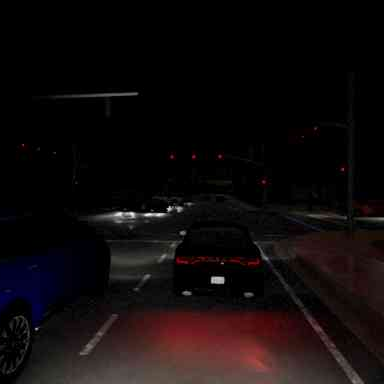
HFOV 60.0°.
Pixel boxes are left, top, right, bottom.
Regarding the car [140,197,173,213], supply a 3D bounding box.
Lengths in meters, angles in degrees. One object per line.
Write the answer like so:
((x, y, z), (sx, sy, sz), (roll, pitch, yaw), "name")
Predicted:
((-3.867, 1.547, 36.921), (2.033, 1.411, 5.357), (0, 0, 5), "car")

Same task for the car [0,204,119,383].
((-3.069, 1.221, 5.509), (2.150, 2.045, 5.566), (0, 0, 3), "car")

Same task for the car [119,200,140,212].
((-7.197, 1.601, 38.956), (1.895, 1.301, 4.718), (0, 0, 5), "car")

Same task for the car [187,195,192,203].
((-1.147, 1.357, 68.421), (2.097, 1.767, 4.553), (0, 0, 5), "car")

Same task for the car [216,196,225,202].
((6.476, 1.553, 75.612), (1.994, 1.385, 4.181), (0, 0, 5), "car")

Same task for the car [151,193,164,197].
((-5.657, 1.221, 57.335), (2.150, 2.045, 5.566), (0, 0, 5), "car")

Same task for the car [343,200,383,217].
((16.775, 1.478, 30.962), (5.008, 1.535, 1.882), (0, 0, 5), "car")

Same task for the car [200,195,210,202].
((3.086, 1.524, 77.090), (1.812, 1.442, 4.674), (0, 0, 5), "car")

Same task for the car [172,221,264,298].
((0.654, 1.478, 8.615), (1.882, 1.535, 5.008), (0, 0, 4), "car")

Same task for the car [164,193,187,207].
((-2.555, 1.222, 52.547), (2.150, 2.045, 5.566), (0, 0, 4), "car")

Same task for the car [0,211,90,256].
((-6.147, 1.601, 14.056), (1.895, 1.301, 4.718), (0, 0, 4), "car")

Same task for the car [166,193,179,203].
((-4.258, 1.225, 73.246), (2.150, 2.045, 5.566), (0, 0, 5), "car")
